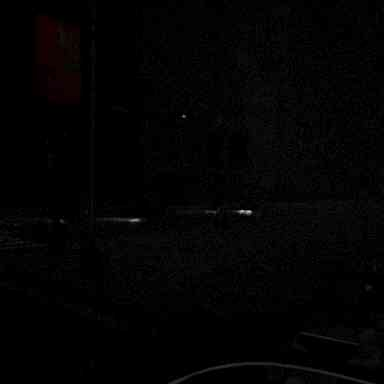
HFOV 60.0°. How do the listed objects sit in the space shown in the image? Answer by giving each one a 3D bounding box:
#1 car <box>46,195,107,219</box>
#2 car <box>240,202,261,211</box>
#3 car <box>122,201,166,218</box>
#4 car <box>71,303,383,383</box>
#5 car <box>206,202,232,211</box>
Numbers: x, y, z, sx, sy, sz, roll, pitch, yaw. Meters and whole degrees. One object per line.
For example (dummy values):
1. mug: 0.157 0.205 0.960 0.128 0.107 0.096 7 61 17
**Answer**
1. car: -10.307 1.253 30.184 2.150 2.045 5.566 1 -1 36
2. car: 9.042 2.179 51.443 1.994 1.385 4.181 1 -1 36
3. car: -4.599 1.646 32.546 1.882 1.535 5.008 1 -1 35
4. car: 0.948 1.544 2.289 4.403 1.369 2.008 1 0 35
5. car: 4.051 2.100 50.128 1.895 1.301 4.718 1 -1 36
